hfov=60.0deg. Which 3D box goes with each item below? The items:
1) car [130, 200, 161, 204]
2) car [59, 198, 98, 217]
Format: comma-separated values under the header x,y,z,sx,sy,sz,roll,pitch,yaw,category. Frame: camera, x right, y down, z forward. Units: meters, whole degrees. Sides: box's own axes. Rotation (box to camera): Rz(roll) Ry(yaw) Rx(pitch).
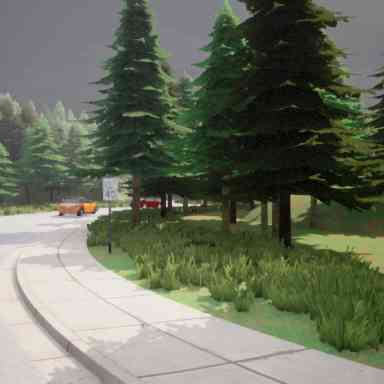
x,y,z,sx,sy,sz,roll,pitch,yaw,category
-5.920,1.477,43.687,1.882,1.535,5.008,0,0,33,car
-10.795,1.352,31.937,2.097,1.767,4.553,0,0,8,car
